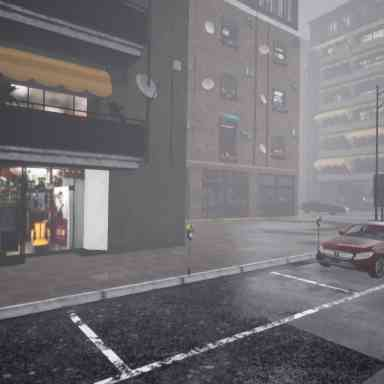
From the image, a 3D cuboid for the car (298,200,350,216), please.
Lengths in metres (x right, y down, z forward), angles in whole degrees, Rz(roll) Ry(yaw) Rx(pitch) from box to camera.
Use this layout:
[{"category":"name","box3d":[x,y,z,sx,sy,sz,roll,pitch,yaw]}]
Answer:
[{"category":"car","box3d":[13.507,1.544,33.911,2.128,1.511,4.902,2,-1,-36]}]

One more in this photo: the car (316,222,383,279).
[{"category":"car","box3d":[5.543,1.588,10.100,4.206,1.307,1.802,0,1,-36]}]

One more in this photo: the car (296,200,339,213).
[{"category":"car","box3d":[15.272,1.707,40.731,1.752,1.417,4.829,1,-1,-36]}]
